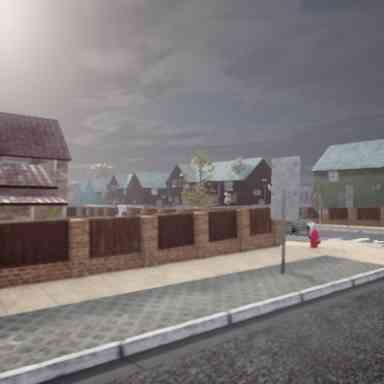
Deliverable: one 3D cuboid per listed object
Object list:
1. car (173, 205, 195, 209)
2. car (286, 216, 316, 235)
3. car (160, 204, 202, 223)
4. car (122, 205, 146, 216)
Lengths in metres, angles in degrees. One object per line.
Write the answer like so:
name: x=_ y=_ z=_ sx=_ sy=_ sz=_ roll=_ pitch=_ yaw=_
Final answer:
car: x=-0.242 y=2.074 z=28.288 sx=2.128 sy=1.511 sz=4.902 roll=1 pitch=-2 yaw=-36
car: x=5.306 y=1.813 z=20.655 sx=2.128 sy=1.511 sz=4.902 roll=2 pitch=-2 yaw=-37
car: x=-1.221 y=2.156 z=34.679 sx=2.097 sy=1.767 sz=4.553 roll=1 pitch=-2 yaw=-36
car: x=-5.865 y=2.202 z=36.082 sx=2.097 sy=1.767 sz=4.553 roll=1 pitch=-2 yaw=-36
